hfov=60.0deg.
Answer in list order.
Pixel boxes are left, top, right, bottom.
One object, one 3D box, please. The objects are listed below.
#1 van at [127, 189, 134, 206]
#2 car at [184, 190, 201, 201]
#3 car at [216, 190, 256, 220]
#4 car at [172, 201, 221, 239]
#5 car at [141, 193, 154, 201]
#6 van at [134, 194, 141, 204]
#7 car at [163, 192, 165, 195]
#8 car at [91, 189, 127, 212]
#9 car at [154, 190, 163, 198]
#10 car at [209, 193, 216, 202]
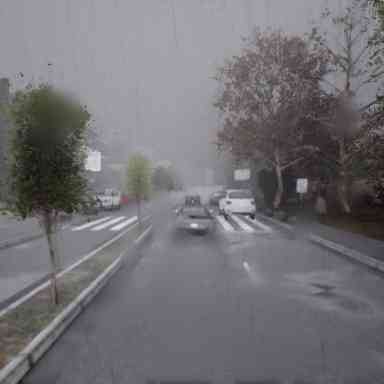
[{"bbox_3d":[-8.138,0.682,36.966,1.878,1.987,4.442,0,1,0],"label":"van"},{"bbox_3d":[0.080,0.853,41.159,1.837,1.490,4.892,0,1,0],"label":"car"},{"bbox_3d":[3.242,0.851,24.589,2.150,2.045,5.566,0,1,0],"label":"car"},{"bbox_3d":[0.092,1.338,15.930,1.994,1.385,4.181,0,1,0],"label":"car"},{"bbox_3d":[-8.052,0.350,53.690,2.435,2.045,5.566,0,1,0],"label":"car"},{"bbox_3d":[-8.109,0.584,42.512,1.878,1.987,4.442,0,1,0],"label":"van"},{"bbox_3d":[-7.938,0.195,75.908,2.002,1.452,4.674,0,1,0],"label":"car"},{"bbox_3d":[-8.164,0.750,31.508,2.435,2.045,5.566,0,1,0],"label":"car"},{"bbox_3d":[-7.966,0.300,70.332,2.163,1.488,4.792,0,1,0],"label":"car"},{"bbox_3d":[3.242,0.839,43.078,1.812,1.442,4.674,0,1,0],"label":"car"}]
